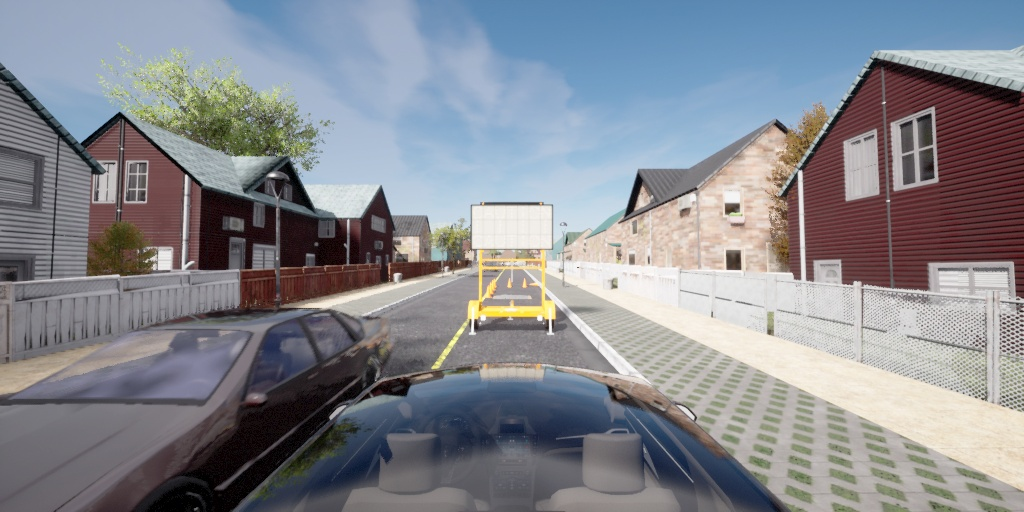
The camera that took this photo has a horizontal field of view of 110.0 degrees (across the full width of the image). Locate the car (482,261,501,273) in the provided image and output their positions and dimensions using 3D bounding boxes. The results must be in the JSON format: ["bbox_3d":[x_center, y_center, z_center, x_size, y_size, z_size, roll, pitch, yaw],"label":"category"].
[{"bbox_3d":[-2.822,1.457,48.090,1.837,1.490,4.892,0,0,0],"label":"car"}]

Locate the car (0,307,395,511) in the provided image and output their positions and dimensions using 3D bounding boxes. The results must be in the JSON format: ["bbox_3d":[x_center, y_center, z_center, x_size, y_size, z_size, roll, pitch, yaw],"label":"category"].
[{"bbox_3d":[-2.849,1.299,3.691,2.033,1.411,5.357,0,0,0],"label":"car"}]

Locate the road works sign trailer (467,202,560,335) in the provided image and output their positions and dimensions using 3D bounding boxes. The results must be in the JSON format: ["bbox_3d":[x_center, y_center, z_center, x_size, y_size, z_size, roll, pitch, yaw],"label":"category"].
[{"bbox_3d":[0.001,0.227,10.564,2.380,3.560,2.880,0,0,1],"label":"road works sign trailer"}]
